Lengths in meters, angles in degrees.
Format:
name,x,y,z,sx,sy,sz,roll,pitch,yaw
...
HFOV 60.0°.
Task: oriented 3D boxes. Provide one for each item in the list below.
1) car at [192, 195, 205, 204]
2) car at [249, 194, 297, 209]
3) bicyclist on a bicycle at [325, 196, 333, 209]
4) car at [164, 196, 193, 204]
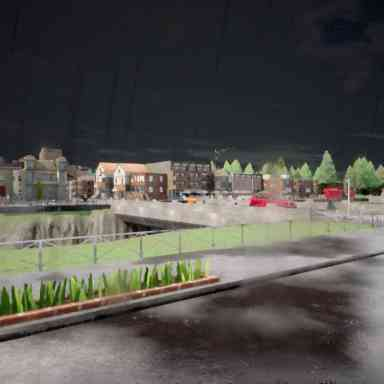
name,x,y,z,sx,sy,sz,roll,pitch,yaw
car,0.215,1.350,55.912,2.097,1.767,4.553,0,0,-36
car,8.841,1.220,36.734,2.150,2.045,5.566,0,0,-36
bicyclist on a bicycle,16.589,1.347,40.345,1.656,1.620,0.582,0,0,-36
car,-2.414,1.599,52.429,1.895,1.301,4.718,0,0,-35
